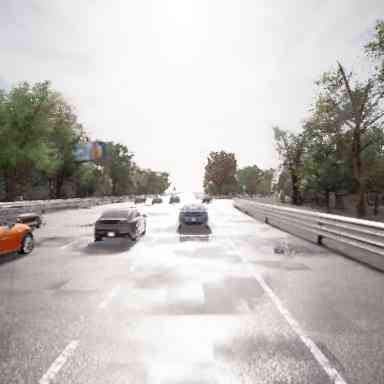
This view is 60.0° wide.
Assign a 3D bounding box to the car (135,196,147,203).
[{"bbox_3d":[-10.425,1.567,68.093,2.128,1.511,4.902,0,0,0],"label":"car"}]

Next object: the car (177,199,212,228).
[{"bbox_3d":[0.097,1.502,22.271,1.882,1.535,5.008,0,0,0],"label":"car"}]

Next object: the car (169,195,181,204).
[{"bbox_3d":[-3.425,1.426,67.375,2.097,1.767,4.553,0,0,0],"label":"car"}]

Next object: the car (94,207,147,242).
[{"bbox_3d":[-3.406,1.524,16.438,1.837,1.490,4.892,0,0,0],"label":"car"}]

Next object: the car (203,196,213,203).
[{"bbox_3d":[3.254,1.600,69.422,1.837,1.490,4.892,0,-1,9],"label":"car"}]

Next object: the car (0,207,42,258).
[{"bbox_3d":[-6.904,1.363,10.507,2.097,1.767,4.553,0,0,0],"label":"car"}]

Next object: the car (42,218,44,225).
[{"bbox_3d":[-10.408,1.585,19.447,1.994,1.385,4.181,0,0,0],"label":"car"}]

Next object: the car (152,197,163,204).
[{"bbox_3d":[-6.925,1.638,67.437,1.994,1.385,4.181,0,0,0],"label":"car"}]
